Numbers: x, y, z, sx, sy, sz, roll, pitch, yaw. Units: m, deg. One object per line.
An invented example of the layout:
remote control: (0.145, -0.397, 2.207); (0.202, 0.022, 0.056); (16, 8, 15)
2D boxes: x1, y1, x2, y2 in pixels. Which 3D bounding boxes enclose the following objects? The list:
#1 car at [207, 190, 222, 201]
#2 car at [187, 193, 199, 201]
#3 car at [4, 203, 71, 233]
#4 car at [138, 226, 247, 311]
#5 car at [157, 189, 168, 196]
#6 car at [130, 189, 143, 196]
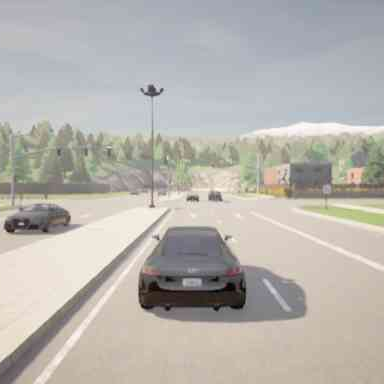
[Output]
car: (3.624, 0.522, 53.856); (2.097, 1.767, 4.553); (0, 1, 0)
car: (0.124, 0.787, 52.772); (1.895, 1.301, 4.718); (0, 1, 0)
car: (-8.013, 1.291, 17.618); (1.994, 1.385, 4.181); (0, 1, 1)
car: (0.003, 1.445, 7.574); (1.994, 1.385, 4.181); (0, 1, 0)
car: (-7.958, 0.189, 86.729); (1.812, 1.442, 4.674); (0, 1, 0)
car: (-14.958, 0.200, 87.025); (2.033, 1.411, 5.357); (0, 1, 0)
